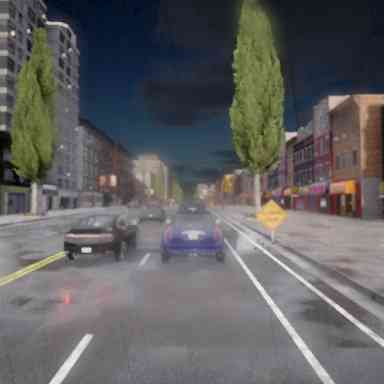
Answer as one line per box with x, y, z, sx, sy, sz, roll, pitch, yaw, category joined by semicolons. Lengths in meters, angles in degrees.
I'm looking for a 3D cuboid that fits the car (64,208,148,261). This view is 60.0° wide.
-3.199;1.580;12.596;2.128;1.511;4.902;0;0;1;car

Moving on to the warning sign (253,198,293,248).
3.206;1.208;13.316;1.300;1.860;1.060;-2;-2;0;warning sign

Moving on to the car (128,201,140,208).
-9.783;2.298;57.086;1.837;1.490;4.892;0;-1;0;car

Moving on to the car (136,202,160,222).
-3.186;1.838;28.006;1.994;1.385;4.181;0;-1;1;car

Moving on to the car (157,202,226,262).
0.052;1.439;12.553;2.097;1.767;4.553;0;-1;0;car

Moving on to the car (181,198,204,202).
0.047;1.473;26.496;2.150;2.045;5.566;0;-1;1;car
